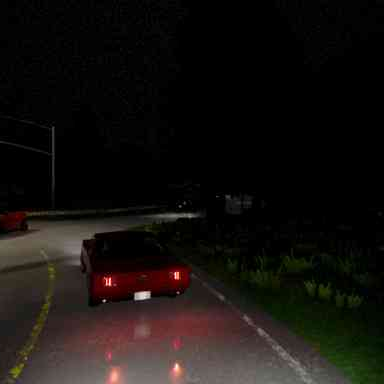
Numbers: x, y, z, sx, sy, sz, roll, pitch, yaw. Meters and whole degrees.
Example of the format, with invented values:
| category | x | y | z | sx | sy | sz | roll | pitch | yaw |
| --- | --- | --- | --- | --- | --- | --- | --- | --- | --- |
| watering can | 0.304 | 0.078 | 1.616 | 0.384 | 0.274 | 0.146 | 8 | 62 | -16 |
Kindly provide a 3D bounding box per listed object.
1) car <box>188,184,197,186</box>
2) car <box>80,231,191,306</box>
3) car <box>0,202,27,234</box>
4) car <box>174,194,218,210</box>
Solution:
| category | x | y | z | sx | sy | sz | roll | pitch | yaw |
| --- | --- | --- | --- | --- | --- | --- | --- | --- | --- |
| car | 0.142 | -1.820 | 70.088 | 2.128 | 1.511 | 4.902 | 0 | 5 | -1 |
| car | -1.678 | 1.601 | 8.145 | 1.895 | 1.301 | 4.718 | 0 | 0 | -21 |
| car | -10.296 | 1.358 | 17.045 | 2.097 | 1.767 | 4.553 | 1 | 0 | -5 |
| car | 0.483 | 0.877 | 33.657 | 2.150 | 2.045 | 5.566 | 0 | 3 | 36 |
